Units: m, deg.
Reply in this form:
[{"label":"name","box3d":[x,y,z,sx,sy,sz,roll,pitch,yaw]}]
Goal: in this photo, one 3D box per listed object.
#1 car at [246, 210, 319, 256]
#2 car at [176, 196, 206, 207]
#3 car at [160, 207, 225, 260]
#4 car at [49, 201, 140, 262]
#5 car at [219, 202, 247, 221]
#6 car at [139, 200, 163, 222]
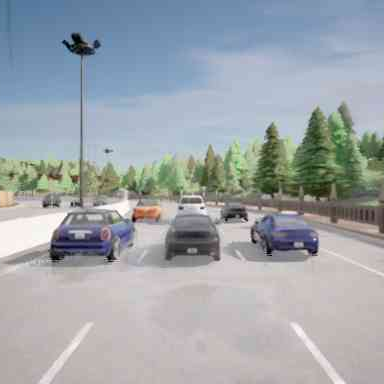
[{"label":"car","box3d":[3.541,1.567,13.248,1.812,1.442,4.674,0,0,1]},{"label":"car","box3d":[-0.057,1.307,26.449,2.150,2.045,5.566,0,0,-1]},{"label":"car","box3d":[0.034,1.546,12.582,1.837,1.490,4.892,0,0,1]},{"label":"car","box3d":[-3.466,1.391,12.470,2.097,1.767,4.553,0,0,1]},{"label":"car","box3d":[3.423,1.593,27.580,1.837,1.490,4.892,0,0,-1]},{"label":"car","box3d":[-3.574,1.438,27.471,2.097,1.767,4.553,0,0,-1]}]
